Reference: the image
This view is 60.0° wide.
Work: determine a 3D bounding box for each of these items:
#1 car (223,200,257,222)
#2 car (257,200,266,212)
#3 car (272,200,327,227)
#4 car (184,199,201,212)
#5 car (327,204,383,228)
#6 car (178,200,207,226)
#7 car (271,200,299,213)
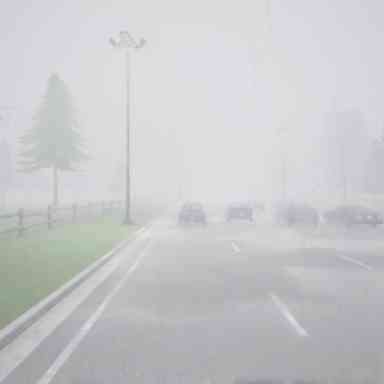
[{"bbox_3d":[3.556,1.459,26.290,1.882,1.535,5.008,0,0,1],"label":"car"},{"bbox_3d":[7.069,1.574,38.248,1.895,1.301,4.718,0,0,0],"label":"car"},{"bbox_3d":[7.021,1.477,22.749,2.128,1.511,4.902,0,0,0],"label":"car"},{"bbox_3d":[0.075,1.574,39.147,1.895,1.301,4.718,0,0,0],"label":"car"},{"bbox_3d":[10.514,1.532,22.167,2.033,1.411,5.357,0,0,0],"label":"car"},{"bbox_3d":[0.025,1.477,23.171,2.128,1.511,4.902,0,0,0],"label":"car"},{"bbox_3d":[10.568,1.574,38.165,1.895,1.301,4.718,0,0,0],"label":"car"}]
